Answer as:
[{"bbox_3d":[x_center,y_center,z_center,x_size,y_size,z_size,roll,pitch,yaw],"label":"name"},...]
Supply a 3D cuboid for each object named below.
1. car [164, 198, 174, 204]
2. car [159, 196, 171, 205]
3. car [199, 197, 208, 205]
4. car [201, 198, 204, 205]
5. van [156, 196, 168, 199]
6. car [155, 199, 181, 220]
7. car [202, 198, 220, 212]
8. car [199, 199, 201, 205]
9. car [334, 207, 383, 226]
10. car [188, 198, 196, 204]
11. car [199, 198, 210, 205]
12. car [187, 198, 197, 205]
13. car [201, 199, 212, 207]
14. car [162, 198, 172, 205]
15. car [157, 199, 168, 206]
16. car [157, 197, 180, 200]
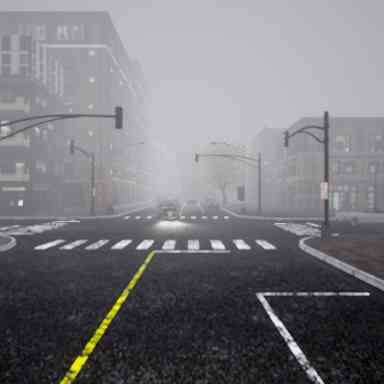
[{"bbox_3d":[-5.725,2.210,82.897,2.008,1.369,4.403,0,-1,0],"label":"car"},{"bbox_3d":[-5.721,1.870,71.507,2.192,1.841,5.009,0,0,0],"label":"car"},{"bbox_3d":[2.658,2.047,77.204,1.967,1.590,4.097,0,-1,0],"label":"car"},{"bbox_3d":[2.670,1.801,48.721,1.967,1.590,4.097,0,0,0],"label":"car"},{"bbox_3d":[-5.716,1.796,60.113,1.690,1.788,3.998,0,0,0],"label":"van"},{"bbox_3d":[-2.377,1.709,31.101,2.128,1.511,4.902,0,0,-12],"label":"car"},{"bbox_3d":[2.672,1.865,43.023,2.008,1.369,4.403,0,0,0],"label":"car"},{"bbox_3d":[2.667,1.848,54.417,1.967,1.590,4.097,0,0,0],"label":"car"},{"bbox_3d":[13.462,1.836,25.316,4.718,1.301,1.895,0,0,0],"label":"car"},{"bbox_3d":[-0.032,2.086,80.211,2.033,1.411,5.357,0,-1,0],"label":"car"},{"bbox_3d":[2.660,2.106,71.506,2.008,1.369,4.403,0,-1,0],"label":"car"},{"bbox_3d":[-0.027,2.089,70.204,1.994,1.385,4.181,0,-1,0],"label":"car"},{"bbox_3d":[2.665,2.037,60.114,1.802,1.307,4.206,0,0,0],"label":"car"},{"bbox_3d":[-5.723,2.172,77.201,1.947,1.339,4.313,0,-1,0],"label":"car"},{"bbox_3d":[-5.718,2.086,65.808,1.802,1.307,4.206,0,0,0],"label":"car"},{"bbox_3d":[-3.117,1.819,44.776,2.128,1.511,4.902,0,0,0],"label":"car"}]
